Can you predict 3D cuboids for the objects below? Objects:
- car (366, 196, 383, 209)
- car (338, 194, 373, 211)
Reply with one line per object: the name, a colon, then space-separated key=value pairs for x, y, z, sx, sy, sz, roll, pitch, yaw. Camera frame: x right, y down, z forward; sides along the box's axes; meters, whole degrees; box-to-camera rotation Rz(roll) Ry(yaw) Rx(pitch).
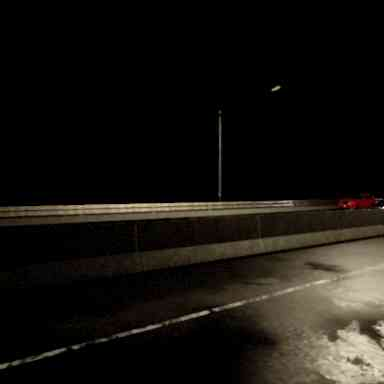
car: x=21.590 y=1.525 z=36.591 sx=4.892 sy=1.490 sz=1.837 roll=0 pitch=0 yaw=-35
car: x=19.687 y=1.241 z=39.533 sx=5.566 sy=2.045 sz=2.150 roll=0 pitch=0 yaw=-35
